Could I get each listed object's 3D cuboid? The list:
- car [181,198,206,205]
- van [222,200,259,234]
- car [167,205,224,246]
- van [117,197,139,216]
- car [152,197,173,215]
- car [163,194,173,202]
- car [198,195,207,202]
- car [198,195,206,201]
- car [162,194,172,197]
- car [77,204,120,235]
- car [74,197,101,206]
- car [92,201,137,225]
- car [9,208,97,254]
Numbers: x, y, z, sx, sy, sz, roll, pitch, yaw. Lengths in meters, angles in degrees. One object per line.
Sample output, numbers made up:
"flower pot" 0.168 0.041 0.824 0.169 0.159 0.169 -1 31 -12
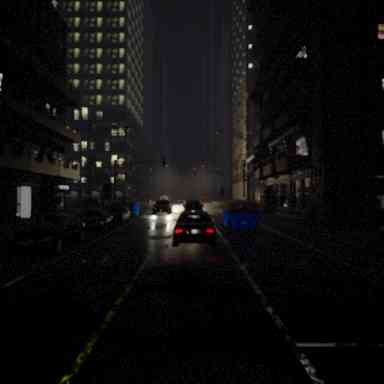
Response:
"car" 0.101 1.539 32.037 1.837 1.490 4.892 0 -1 0
"van" 2.709 1.364 19.086 1.690 1.788 3.998 1 0 0
"car" 0.100 1.566 15.300 2.033 1.411 5.357 0 0 0
"van" -5.808 1.377 30.115 1.690 1.788 3.998 1 0 0
"car" -3.014 1.549 34.664 1.837 1.490 4.892 0 -1 0
"car" -5.670 1.409 79.331 2.192 1.841 5.009 1 0 0
"car" 2.705 1.675 79.392 1.802 1.307 4.206 1 0 0
"car" 2.707 1.632 90.718 1.752 1.417 4.829 1 0 0
"car" -5.672 1.520 68.180 1.967 1.590 4.097 1 0 0
"car" -5.643 1.605 19.033 1.802 1.307 4.206 1 0 0
"car" -16.490 1.561 52.761 4.097 1.590 1.967 0 -1 0
"car" -5.643 1.596 24.573 1.947 1.339 4.313 1 0 0
"car" -5.643 1.568 13.492 2.008 1.369 4.403 1 0 0
